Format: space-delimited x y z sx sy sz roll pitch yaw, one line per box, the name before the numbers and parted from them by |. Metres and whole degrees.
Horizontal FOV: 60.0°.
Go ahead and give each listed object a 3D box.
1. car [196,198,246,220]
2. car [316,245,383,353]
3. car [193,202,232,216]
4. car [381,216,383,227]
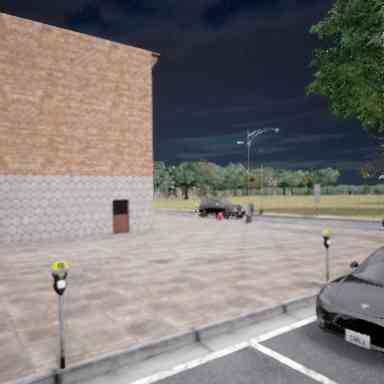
car | 2.887 1.655 33.408 2.150 2.045 5.566 -1 -1 -35
car | 3.943 1.549 5.632 4.313 1.339 1.947 0 -1 -35
car | 2.342 1.995 39.256 1.837 1.490 4.892 -1 -1 -35
car | 13.350 1.435 18.715 2.097 1.767 4.553 -1 0 -35
